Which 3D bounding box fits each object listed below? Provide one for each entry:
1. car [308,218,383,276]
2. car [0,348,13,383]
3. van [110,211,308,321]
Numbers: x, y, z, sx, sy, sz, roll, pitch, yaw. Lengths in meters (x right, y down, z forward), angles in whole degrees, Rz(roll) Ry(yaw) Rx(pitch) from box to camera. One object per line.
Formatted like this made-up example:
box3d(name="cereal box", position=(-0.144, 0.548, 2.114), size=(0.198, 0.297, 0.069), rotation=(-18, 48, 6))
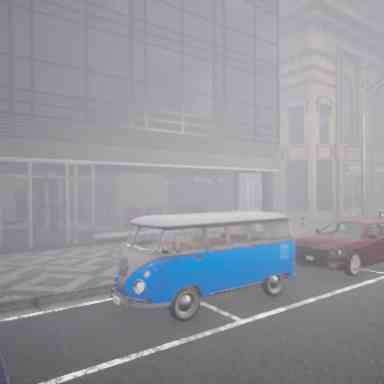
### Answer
box3d(name="car", position=(4.968, 1.514, 10.196), size=(4.507, 1.381, 1.887), rotation=(0, 0, -36))
box3d(name="car", position=(-3.080, 1.358, 1.158), size=(4.553, 1.767, 2.097), rotation=(0, 0, -35))
box3d(name="van", position=(0.407, 1.328, 6.943), size=(3.998, 1.788, 1.690), rotation=(0, 0, -36))
